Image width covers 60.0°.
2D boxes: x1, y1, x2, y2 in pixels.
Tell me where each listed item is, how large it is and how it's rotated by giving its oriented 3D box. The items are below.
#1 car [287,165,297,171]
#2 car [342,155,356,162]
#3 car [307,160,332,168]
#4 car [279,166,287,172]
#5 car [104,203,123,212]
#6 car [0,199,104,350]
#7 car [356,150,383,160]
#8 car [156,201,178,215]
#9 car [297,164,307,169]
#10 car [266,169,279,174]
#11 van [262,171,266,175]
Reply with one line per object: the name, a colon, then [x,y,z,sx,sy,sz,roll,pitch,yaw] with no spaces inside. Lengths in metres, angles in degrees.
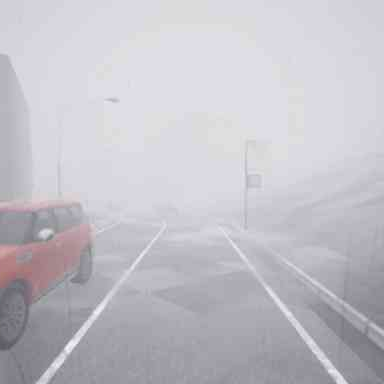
car: [21.256,-4.726,66.391,2.185,1.767,4.553,0,1,-1]
car: [21.735,-4.239,44.290,2.231,1.521,4.892,0,1,-1]
car: [21.498,-4.546,55.226,2.185,1.767,4.553,0,1,-1]
car: [21.136,-4.811,71.910,2.185,1.767,4.553,0,1,-1]
car: [-11.449,2.218,48.021,1.895,1.301,4.718,-1,-2,-30]
car: [-3.604,1.194,6.518,2.150,2.045,5.566,0,0,0]
car: [21.863,-4.136,38.773,2.231,1.521,4.892,0,1,-1]
car: [-2.817,1.746,37.037,1.812,1.442,4.674,0,-1,-16]
car: [21.379,-4.469,60.719,2.002,1.452,4.674,0,1,-1]
car: [20.897,-4.844,82.925,2.231,1.521,4.892,0,1,-1]
van: [20.780,-5.141,88.318,1.878,1.987,4.442,0,1,-1]
